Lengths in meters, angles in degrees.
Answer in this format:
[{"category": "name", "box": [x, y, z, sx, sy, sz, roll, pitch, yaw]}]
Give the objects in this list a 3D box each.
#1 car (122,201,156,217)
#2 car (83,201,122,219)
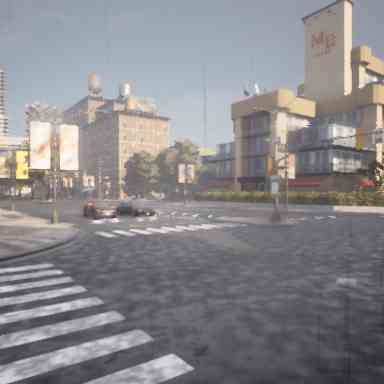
[{"category": "car", "box": [-5.419, 1.534, 31.348, 2.033, 1.411, 5.357, 0, 0, -36]}, {"category": "car", "box": [-8.151, 1.516, 29.161, 1.812, 1.442, 4.674, 0, 0, -34]}]
